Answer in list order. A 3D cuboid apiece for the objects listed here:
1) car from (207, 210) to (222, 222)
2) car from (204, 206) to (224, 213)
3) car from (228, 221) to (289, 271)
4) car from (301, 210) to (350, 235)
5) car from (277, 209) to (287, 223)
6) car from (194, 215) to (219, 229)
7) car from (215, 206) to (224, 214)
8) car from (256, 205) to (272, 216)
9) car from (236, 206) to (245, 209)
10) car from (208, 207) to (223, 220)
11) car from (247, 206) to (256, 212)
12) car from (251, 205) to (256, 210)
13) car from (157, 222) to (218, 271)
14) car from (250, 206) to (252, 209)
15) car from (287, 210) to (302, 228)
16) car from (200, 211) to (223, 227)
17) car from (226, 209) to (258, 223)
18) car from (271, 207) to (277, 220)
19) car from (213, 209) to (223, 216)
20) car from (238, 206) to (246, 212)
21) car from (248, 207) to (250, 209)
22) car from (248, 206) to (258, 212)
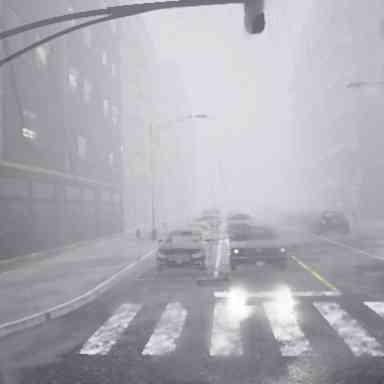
[{"bbox_3d":[3.145,3.247,45.786,1.752,1.417,4.829,-2,-2,6],"label":"car"},{"bbox_3d":[2.037,2.637,34.892,2.192,1.841,5.009,-2,-2,6],"label":"car"},{"bbox_3d":[2.364,2.006,12.582,1.895,1.301,4.718,-2,-2,6],"label":"car"},{"bbox_3d":[9.247,1.996,22.952,1.967,1.590,4.097,-2,-2,6],"label":"car"},{"bbox_3d":[10.371,2.512,34.019,2.008,1.369,4.403,-2,-2,6],"label":"car"},{"bbox_3d":[0.344,2.233,18.106,1.752,1.417,4.829,-2,-2,6],"label":"car"},{"bbox_3d":[7.079,4.473,84.714,2.192,1.841,5.009,-2,-2,6],"label":"car"},{"bbox_3d":[12.606,3.090,56.172,2.192,1.841,5.009,-2,-2,6],"label":"car"},{"bbox_3d":[5.651,3.056,44.318,2.128,1.511,4.902,-2,-2,6],"label":"car"},{"bbox_3d":[3.717,3.247,51.499,2.192,1.841,5.009,-2,-2,6],"label":"car"},{"bbox_3d":[15.974,4.568,89.377,1.947,1.339,4.313,-2,-2,6],"label":"car"},{"bbox_3d":[13.732,3.734,67.234,2.008,1.369,4.403,-2,-2,6],"label":"car"},{"bbox_3d":[-0.198,2.062,12.738,2.008,1.369,4.403,-2,-2,6],"label":"car"},{"bbox_3d":[14.292,3.933,72.770,1.887,1.381,4.507,-2,-2,6],"label":"car"},{"bbox_3d":[9.810,2.309,28.483,2.008,1.369,4.403,-2,-2,6],"label":"car"},{"bbox_3d":[1.482,2.663,29.347,1.887,1.381,4.507,-2,-2,6],"label":"car"},{"bbox_3d":[3.649,2.342,25.169,1.882,1.535,5.008,-2,-2,6],"label":"car"},{"bbox_3d":[10.948,2.695,39.725,1.752,1.417,4.829,-2,-2,6],"label":"car"},{"bbox_3d":[5.405,4.110,68.097,1.947,1.339,4.313,-2,-2,6],"label":"car"},{"bbox_3d":[13.158,4.586,88.363,1.812,1.442,4.674,-2,-2,6],"label":"car"},{"bbox_3d":[14.846,3.908,78.314,2.192,1.841,5.009,-2,-2,6],"label":"car"},{"bbox_3d":[15.413,4.348,83.842,2.008,1.369,4.403,-2,-2,6],"label":"car"}]
